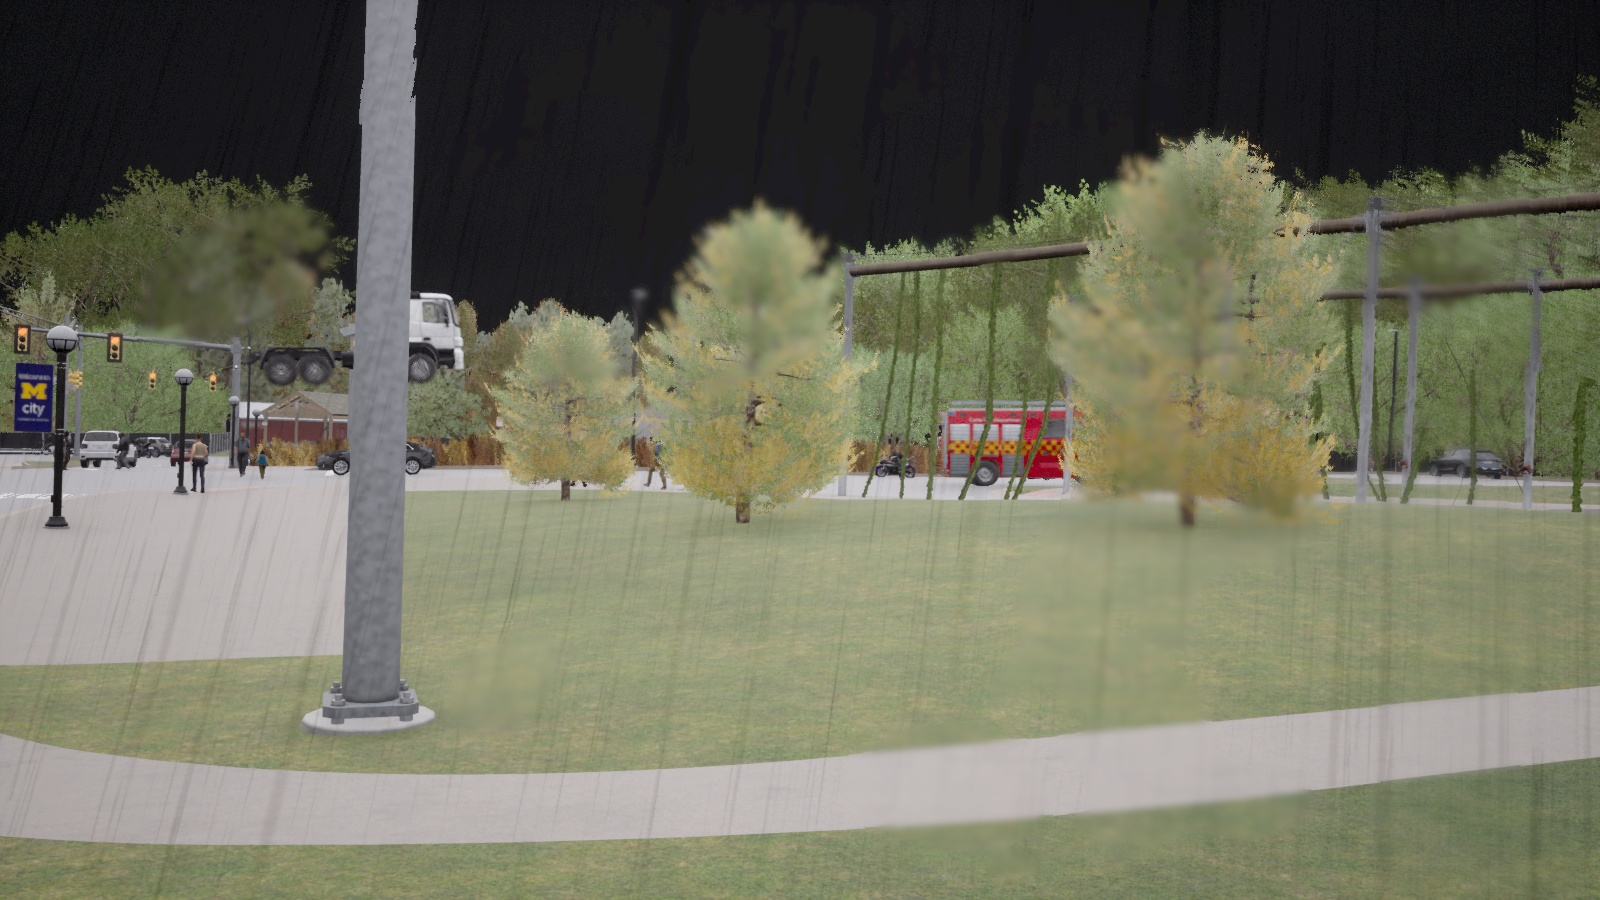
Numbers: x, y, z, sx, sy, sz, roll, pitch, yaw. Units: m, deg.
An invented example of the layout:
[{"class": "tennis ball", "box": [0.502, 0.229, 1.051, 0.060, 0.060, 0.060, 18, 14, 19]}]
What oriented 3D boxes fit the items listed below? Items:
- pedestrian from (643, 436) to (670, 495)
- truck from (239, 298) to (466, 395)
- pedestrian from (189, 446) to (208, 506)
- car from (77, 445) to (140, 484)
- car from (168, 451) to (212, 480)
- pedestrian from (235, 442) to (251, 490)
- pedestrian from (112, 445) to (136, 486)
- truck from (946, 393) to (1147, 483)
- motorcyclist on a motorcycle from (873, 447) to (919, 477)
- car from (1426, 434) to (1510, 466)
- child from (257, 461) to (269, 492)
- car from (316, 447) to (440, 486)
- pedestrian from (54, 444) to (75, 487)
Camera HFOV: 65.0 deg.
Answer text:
[{"class": "pedestrian", "box": [-4.780, 0.503, 41.948, 0.788, 1.949, 0.423, 1, 1, 33]}, {"class": "truck", "box": [-17.345, -4.057, 48.918, 7.936, 3.462, 2.891, -3, 4, -22]}, {"class": "pedestrian", "box": [-18.852, 0.804, 39.359, 0.345, 1.836, 0.594, 0, 1, -43]}, {"class": "car", "box": [-38.546, 0.799, 70.137, 2.150, 2.045, 5.566, -1, 0, -19]}, {"class": "car", "box": [-36.863, 0.901, 75.986, 1.851, 1.617, 3.988, -1, 1, -19]}, {"class": "pedestrian", "box": [-21.842, 0.628, 49.234, 0.540, 1.848, 0.694, 1, 0, -23]}, {"class": "pedestrian", "box": [-31.358, 0.702, 58.273, 0.849, 1.883, 0.563, 1, 0, -10]}, {"class": "truck", "box": [10.984, -0.524, 56.644, 8.468, 3.827, 2.891, -1, 0, 1]}, {"class": "motorcyclist on a motorcycle", "box": [5.032, 0.624, 65.882, 2.191, 1.530, 0.866, 0, 0, -13]}, {"class": "car", "box": [36.410, -0.023, 68.597, 2.033, 1.649, 4.856, 0, 0, 0]}, {"class": "child", "box": [-20.601, 1.008, 48.186, 0.343, 1.192, 0.448, 0, 0, -31]}, {"class": "car", "box": [-18.053, 0.697, 53.746, 4.892, 1.490, 1.837, -1, 1, -20]}, {"class": "pedestrian", "box": [-33.272, 0.719, 56.833, 0.692, 1.930, 0.395, 1, 0, -6]}]
